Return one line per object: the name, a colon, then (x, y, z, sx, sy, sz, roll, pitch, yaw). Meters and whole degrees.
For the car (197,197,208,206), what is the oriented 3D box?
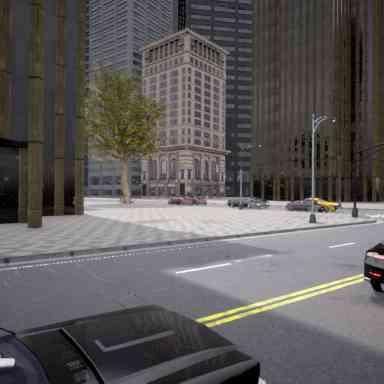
car: (0.553, 1.508, 55.180, 1.812, 1.442, 4.674, 1, 0, -41)

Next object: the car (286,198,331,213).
car: (12.296, 1.517, 36.054, 1.994, 1.385, 4.181, 1, 0, -39)

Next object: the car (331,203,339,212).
car: (14.448, 1.463, 38.588, 1.882, 1.535, 5.008, 1, 0, -38)

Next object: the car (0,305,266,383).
car: (-1.673, 1.601, 2.248, 4.718, 1.301, 1.895, 0, 0, -36)

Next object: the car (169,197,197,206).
car: (-1.845, 1.476, 52.988, 1.812, 1.442, 4.674, 1, -1, -42)

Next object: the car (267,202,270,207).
car: (8.471, 1.477, 45.963, 2.128, 1.511, 4.902, 1, 0, -40)

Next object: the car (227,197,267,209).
car: (6.711, 1.445, 43.004, 2.128, 1.511, 4.902, 1, 0, -40)

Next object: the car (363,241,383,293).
car: (5.852, 1.492, 7.604, 4.902, 1.511, 2.128, 0, 0, -35)
